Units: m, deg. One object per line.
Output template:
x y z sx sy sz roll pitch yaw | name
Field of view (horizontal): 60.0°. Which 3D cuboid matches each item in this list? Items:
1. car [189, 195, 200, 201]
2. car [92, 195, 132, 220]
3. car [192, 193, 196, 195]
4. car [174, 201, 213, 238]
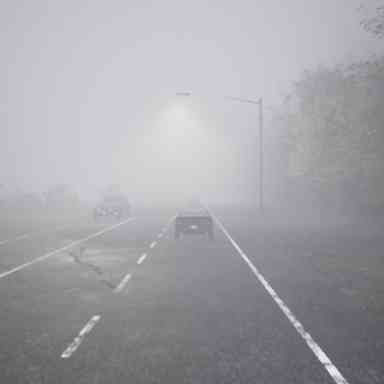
0.280 1.528 45.956 2.033 1.411 5.357 0 0 0 | car
-6.738 1.260 28.616 2.150 2.045 5.566 -1 0 3 | car
0.505 1.444 81.662 1.837 1.490 4.892 0 0 0 | car
0.098 1.475 17.868 1.882 1.535 5.008 0 0 0 | car
